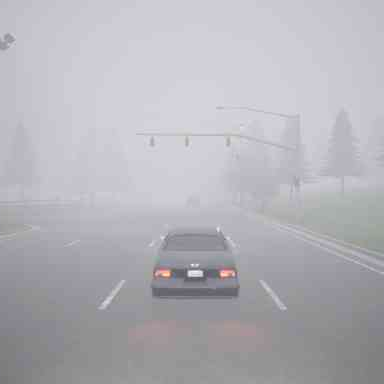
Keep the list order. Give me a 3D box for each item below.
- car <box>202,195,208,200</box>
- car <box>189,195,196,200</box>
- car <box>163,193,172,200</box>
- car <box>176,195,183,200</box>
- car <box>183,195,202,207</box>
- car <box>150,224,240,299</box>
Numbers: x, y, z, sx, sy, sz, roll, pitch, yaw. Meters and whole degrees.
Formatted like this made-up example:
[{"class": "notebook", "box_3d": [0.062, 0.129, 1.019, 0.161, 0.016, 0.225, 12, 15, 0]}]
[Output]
[{"class": "car", "box_3d": [3.644, 1.500, 94.143, 1.837, 1.490, 4.892, 0, 0, 0]}, {"class": "car", "box_3d": [0.144, 1.540, 94.148, 2.033, 1.411, 5.357, 0, 0, 0]}, {"class": "car", "box_3d": [-6.856, 1.225, 94.189, 2.150, 2.045, 5.566, 0, 0, 0]}, {"class": "car", "box_3d": [-3.356, 1.524, 94.154, 1.812, 1.442, 4.674, 0, 0, 0]}, {"class": "car", "box_3d": [0.078, 1.352, 52.672, 2.097, 1.767, 4.553, 0, 0, 0]}, {"class": "car", "box_3d": [0.079, 1.547, 8.633, 2.033, 1.411, 5.357, 0, 0, 1]}]
